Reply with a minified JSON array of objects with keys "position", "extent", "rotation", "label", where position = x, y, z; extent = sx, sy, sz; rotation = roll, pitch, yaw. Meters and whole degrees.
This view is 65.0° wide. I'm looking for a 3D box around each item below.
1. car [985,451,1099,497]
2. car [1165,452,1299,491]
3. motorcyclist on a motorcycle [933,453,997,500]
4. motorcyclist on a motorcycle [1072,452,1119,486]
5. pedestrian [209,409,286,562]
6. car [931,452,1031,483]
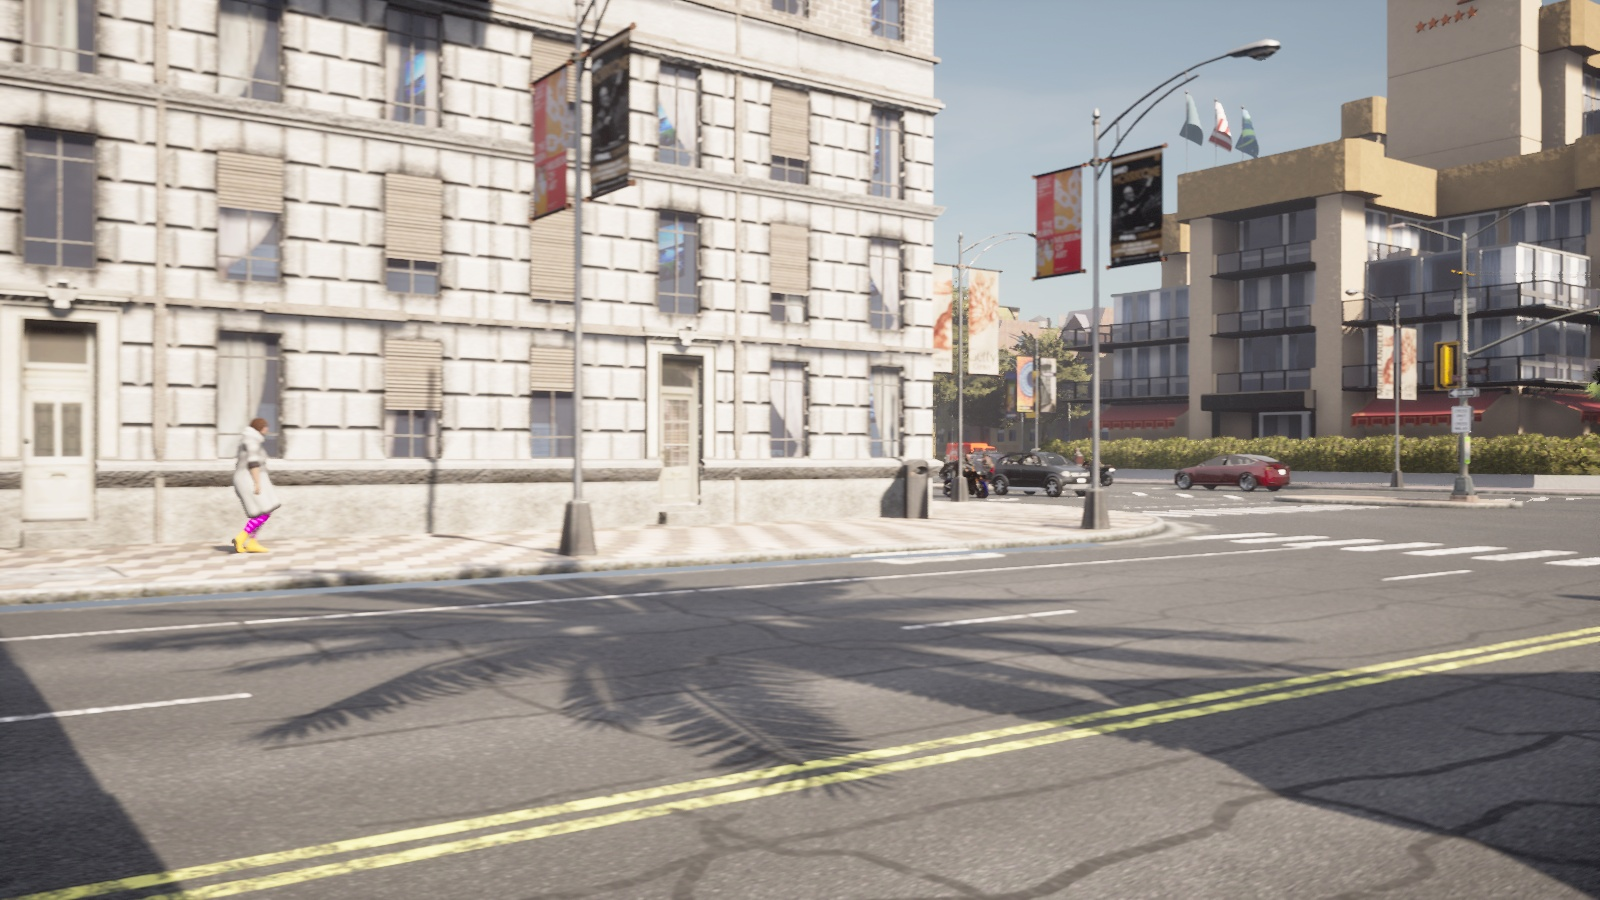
[{"position":[8.404,0.814,43.891],"extent":[1.789,1.549,3.705],"rotation":[0,0,-35],"label":"car"},{"position":[17.473,0.834,50.979],"extent":[2.163,1.488,4.792],"rotation":[0,0,-35],"label":"car"},{"position":[5.490,0.872,41.949],"extent":[0.866,1.530,2.191],"rotation":[0,0,-35],"label":"motorcyclist on a motorcycle"},{"position":[13.334,0.839,56.792],"extent":[0.797,1.523,2.044],"rotation":[0,0,-35],"label":"motorcyclist on a motorcycle"},{"position":[-7.263,0.458,16.513],"extent":[0.873,1.952,0.659],"rotation":[0,0,-28],"label":"pedestrian"},{"position":[9.009,0.837,62.806],"extent":[2.128,1.511,4.902],"rotation":[0,0,-35],"label":"car"}]
